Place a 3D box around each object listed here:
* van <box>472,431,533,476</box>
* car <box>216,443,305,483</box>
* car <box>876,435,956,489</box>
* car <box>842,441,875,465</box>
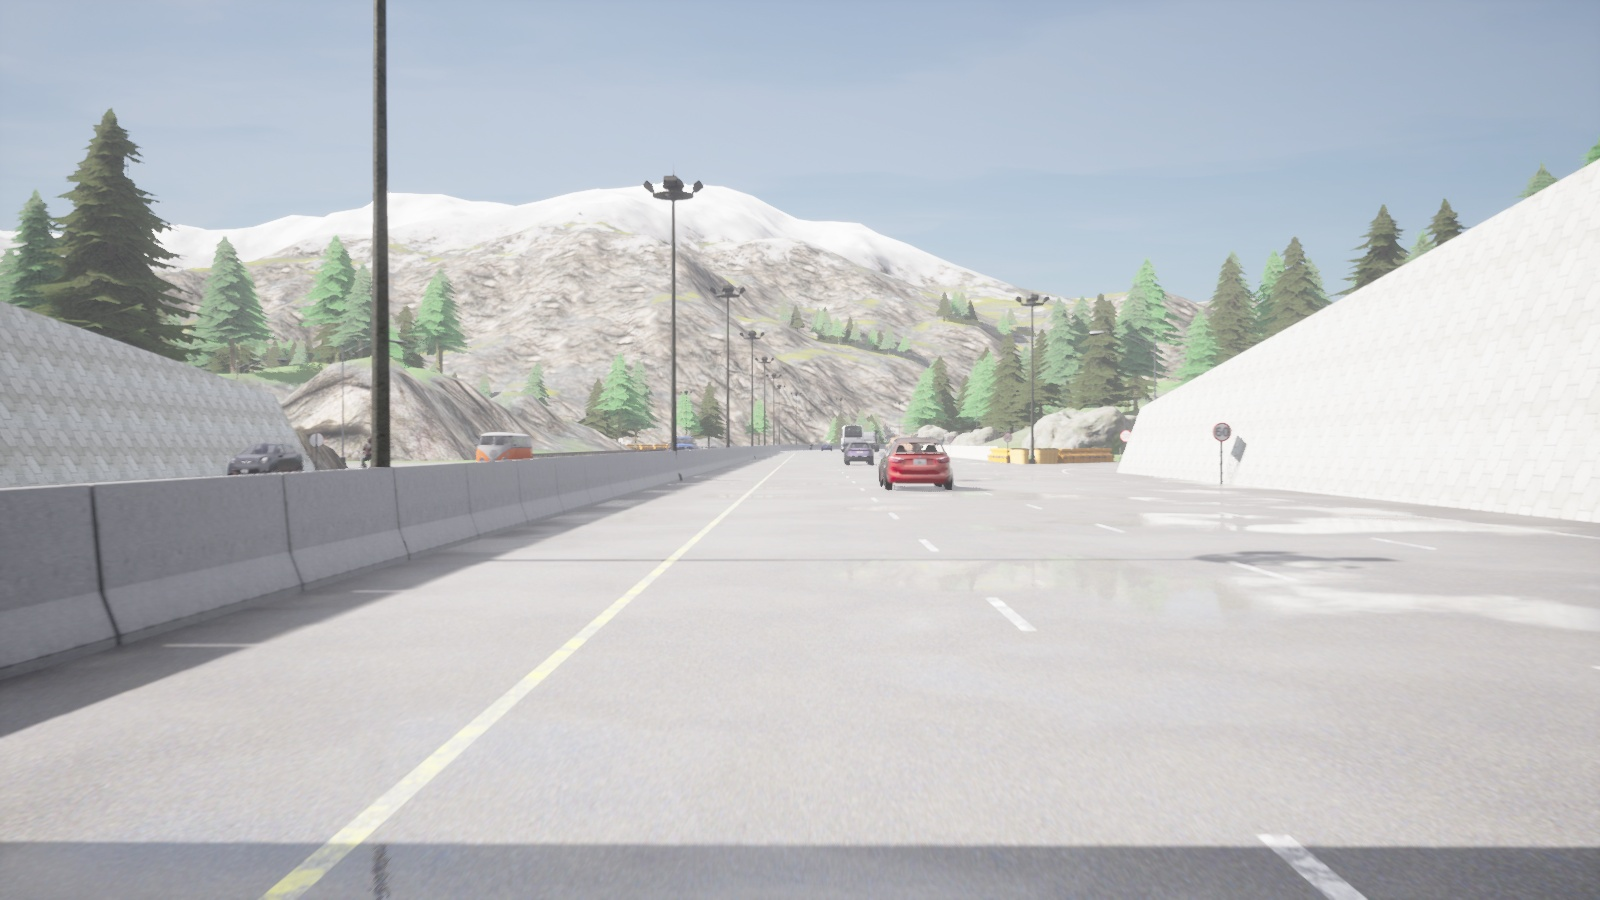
[{"bbox_3d":[-13.656,0.165,57.863,1.775,1.987,4.442,0,0,0],"label":"van"},{"bbox_3d":[-20.710,0.471,48.344,1.845,1.501,3.633,0,0,0],"label":"car"},{"bbox_3d":[3.751,0.360,41.401,2.242,1.667,4.611,0,0,0],"label":"car"},{"bbox_3d":[4.007,0.193,86.343,2.033,1.649,4.856,0,0,0],"label":"car"}]
